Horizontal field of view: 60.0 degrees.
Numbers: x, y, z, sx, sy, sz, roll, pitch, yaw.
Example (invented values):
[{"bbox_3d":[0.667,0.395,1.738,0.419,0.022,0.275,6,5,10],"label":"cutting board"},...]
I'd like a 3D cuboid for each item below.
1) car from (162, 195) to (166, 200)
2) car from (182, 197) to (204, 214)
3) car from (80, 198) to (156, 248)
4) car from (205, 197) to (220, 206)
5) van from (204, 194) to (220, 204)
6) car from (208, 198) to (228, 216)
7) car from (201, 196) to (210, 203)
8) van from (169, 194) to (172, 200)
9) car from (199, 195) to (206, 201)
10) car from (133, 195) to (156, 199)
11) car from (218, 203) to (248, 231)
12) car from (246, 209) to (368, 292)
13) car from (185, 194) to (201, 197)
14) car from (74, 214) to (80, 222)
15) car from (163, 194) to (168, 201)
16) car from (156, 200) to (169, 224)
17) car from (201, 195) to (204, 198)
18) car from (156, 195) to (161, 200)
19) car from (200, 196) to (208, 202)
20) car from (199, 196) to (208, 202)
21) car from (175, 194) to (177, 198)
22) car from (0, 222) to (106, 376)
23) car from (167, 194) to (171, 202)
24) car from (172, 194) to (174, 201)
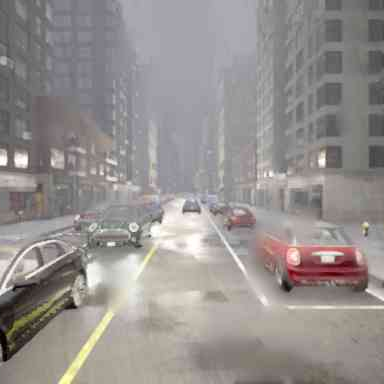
[{"bbox_3d":[-5.728,1.609,54.170,1.802,1.307,4.206,0,0,0],"label":"car"},{"bbox_3d":[-0.032,1.550,34.792,1.994,1.385,4.181,0,0,0],"label":"car"},{"bbox_3d":[-3.014,1.344,14.643,2.097,1.767,4.553,0,0,0],"label":"car"},{"bbox_3d":[2.817,1.531,37.198,1.887,1.381,4.507,0,0,0],"label":"car"},{"bbox_3d":[2.809,1.338,42.853,1.690,1.788,3.998,0,0,0],"label":"van"},{"bbox_3d":[2.824,1.560,31.543,1.802,1.307,4.206,0,0,0],"label":"car"},{"bbox_3d":[2.778,1.572,71.298,1.752,1.417,4.829,0,0,0],"label":"car"},{"bbox_3d":[-5.748,1.396,71.140,1.690,1.788,3.998,0,0,0],"label":"van"},{"bbox_3d":[2.759,1.597,88.263,1.752,1.417,4.829,0,0,0],"label":"car"},{"bbox_3d":[-5.709,1.310,37.201,2.192,1.841,5.009,0,0,0],"label":"car"},{"bbox_3d":[2.838,1.564,20.237,1.802,1.307,4.206,0,0,0],"label":"car"},{"bbox_3d":[2.851,1.431,8.927,1.967,1.590,4.097,0,0,0],"label":"car"},{"bbox_3d":[-0.019,1.487,47.851,1.882,1.535,5.008,0,0,0],"label":"car"},{"bbox_3d":[-5.687,1.430,20.236,1.967,1.590,4.097,0,0,0],"label":"car"},{"bbox_3d":[-5.735,1.562,59.657,1.752,1.417,4.829,0,0,0],"label":"car"},{"bbox_3d":[-3.025,1.549,24.391,1.994,1.385,4.181,0,0,0],"label":"car"},{"bbox_3d":[2.791,1.610,59.818,1.802,1.307,4.206,0,0,0],"label":"car"},{"bbox_3d":[-5.716,1.320,42.858,2.192,1.841,5.009,0,0,0],"label":"car"},{"bbox_3d":[2.771,1.581,76.953,1.752,1.417,4.829,0,0,0],"label":"car"},{"bbox_3d":[2.765,1.629,82.437,1.947,1.339,4.313,0,0,0],"label":"car"},{"bbox_3d":[-5.768,1.395,88.111,2.192,1.841,5.009,0,0,0],"label":"car"},{"bbox_3d":[-3.064,1.491,5.008,2.128,1.511,4.902,0,0,0],"label":"car"},{"bbox_3d":[-5.741,1.628,65.484,1.802,1.307,4.206,0,0,0],"label":"car"},{"bbox_3d":[-5.754,1.609,76.797,1.887,1.381,4.507,0,0,0],"label":"car"}]
